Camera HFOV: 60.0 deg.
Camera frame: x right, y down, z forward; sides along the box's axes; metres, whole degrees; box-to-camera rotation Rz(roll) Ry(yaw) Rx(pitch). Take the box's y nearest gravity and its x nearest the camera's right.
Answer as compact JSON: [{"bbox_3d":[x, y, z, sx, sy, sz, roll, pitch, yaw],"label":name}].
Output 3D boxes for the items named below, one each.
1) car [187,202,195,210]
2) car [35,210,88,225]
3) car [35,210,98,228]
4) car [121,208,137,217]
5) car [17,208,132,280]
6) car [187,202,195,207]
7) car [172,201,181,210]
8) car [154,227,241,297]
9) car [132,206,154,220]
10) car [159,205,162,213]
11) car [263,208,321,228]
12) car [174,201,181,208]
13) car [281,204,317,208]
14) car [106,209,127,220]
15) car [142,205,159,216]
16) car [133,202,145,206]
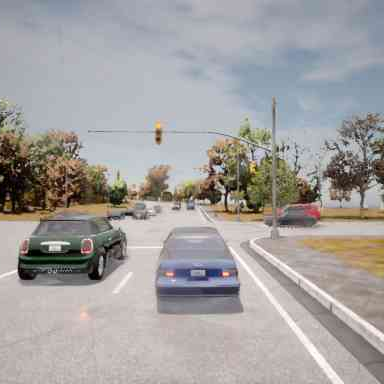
[{"bbox_3d":[-0.231,3.462,77.751,1.812,1.442,4.674,0,0,0],"label":"car"},{"bbox_3d":[-13.256,2.613,33.937,4.674,1.442,1.812,0,-3,7],"label":"car"},{"bbox_3d":[-11.351,2.393,30.222,5.008,1.535,1.882,0,-3,6],"label":"car"},{"bbox_3d":[-10.754,3.501,57.448,1.895,1.301,4.718,0,-1,0],"label":"car"},{"bbox_3d":[-3.447,1.485,10.487,2.097,1.767,4.553,0,-1,0],"label":"car"},{"bbox_3d":[-0.356,3.299,87.934,1.994,1.385,4.181,0,0,-4],"label":"car"},{"bbox_3d":[-3.732,3.533,77.806,1.895,1.301,4.718,0,0,0],"label":"car"},{"bbox_3d":[0.065,1.645,8.873,2.033,1.411,5.357,0,-1,-1],"label":"car"},{"bbox_3d":[-7.232,3.155,47.769,2.128,1.511,4.902,0,-2,1],"label":"car"},{"bbox_3d":[-7.215,3.483,67.950,1.837,1.490,4.892,0,0,0],"label":"car"},{"bbox_3d":[8.670,2.402,29.423,4.674,1.442,1.812,0,-3,-3],"label":"car"},{"bbox_3d":[-3.855,3.243,87.838,1.837,1.490,4.892,0,0,-4],"label":"car"},{"bbox_3d":[9.878,2.264,33.060,5.566,2.045,2.150,0,-3,-1],"label":"car"},{"bbox_3d":[-10.773,3.205,47.571,2.033,1.411,5.357,0,-2,-3],"label":"car"},{"bbox_3d":[-7.252,3.429,57.660,1.812,1.442,4.674,0,-1,0],"label":"car"},{"bbox_3d":[-10.705,3.199,68.205,2.150,2.045,5.566,0,0,0],"label":"car"}]
